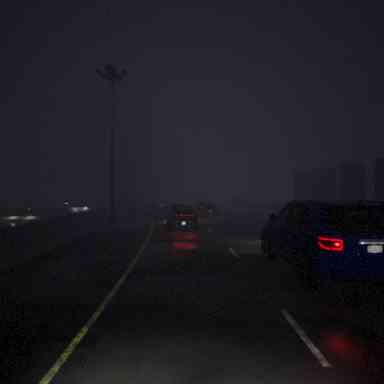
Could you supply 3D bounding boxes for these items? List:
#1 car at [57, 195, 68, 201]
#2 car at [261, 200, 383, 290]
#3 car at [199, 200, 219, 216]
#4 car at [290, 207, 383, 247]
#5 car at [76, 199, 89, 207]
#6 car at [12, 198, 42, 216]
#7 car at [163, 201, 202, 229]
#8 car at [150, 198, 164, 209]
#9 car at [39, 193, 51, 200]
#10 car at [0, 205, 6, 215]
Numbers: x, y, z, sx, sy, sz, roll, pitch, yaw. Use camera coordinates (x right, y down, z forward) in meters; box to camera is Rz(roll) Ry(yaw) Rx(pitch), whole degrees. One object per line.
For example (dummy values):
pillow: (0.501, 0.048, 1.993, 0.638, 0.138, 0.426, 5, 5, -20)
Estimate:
car: (-28.636, 1.530, 73.423, 1.837, 1.490, 4.892, 0, 0, -24)
car: (3.557, 1.227, 9.295, 2.150, 2.045, 5.566, 0, 0, -2)
car: (1.371, 1.574, 33.319, 1.812, 1.442, 4.674, 0, 0, -9)
car: (6.795, 1.555, 16.394, 2.033, 1.411, 5.357, 0, 0, -4)
car: (-17.885, 1.736, 54.294, 1.895, 1.301, 4.718, 0, 0, -16)
car: (-16.767, 1.625, 34.098, 1.812, 1.442, 4.674, 0, 0, -10)
car: (-0.730, 1.542, 21.812, 1.837, 1.490, 4.892, 1, 0, -6)
car: (-4.594, 1.610, 45.772, 1.812, 1.442, 4.674, 0, 0, -14)
car: (-31.819, 1.265, 71.967, 2.150, 2.045, 5.566, 0, 0, -24)
car: (-20.016, 1.707, 32.394, 1.895, 1.301, 4.718, 0, 0, -9)
